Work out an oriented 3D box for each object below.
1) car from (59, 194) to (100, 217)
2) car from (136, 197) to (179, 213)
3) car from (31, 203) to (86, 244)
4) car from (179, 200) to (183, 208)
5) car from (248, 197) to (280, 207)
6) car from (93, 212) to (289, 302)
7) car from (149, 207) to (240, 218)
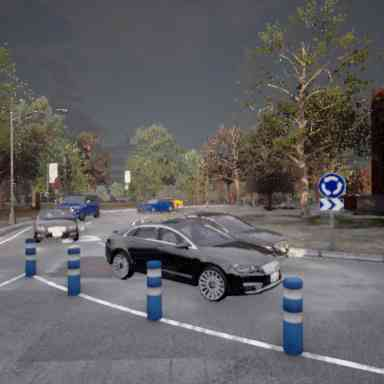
[{"bbox_3d":[-9.063,1.221,26.524,2.150,2.045,5.566,0,1,3],"label":"car"},{"bbox_3d":[-3.817,1.430,35.061,1.882,1.535,5.008,-1,0,30],"label":"car"},{"bbox_3d":[-6.651,1.510,16.211,2.128,1.511,4.902,0,0,-24],"label":"car"},{"bbox_3d":[-3.299,1.411,41.291,1.882,1.535,5.008,0,0,44],"label":"car"},{"bbox_3d":[9.749,1.326,45.111,4.181,1.385,1.994,0,0,-11],"label":"car"},{"bbox_3d":[-0.198,1.496,8.411,4.902,1.511,2.128,0,0,39],"label":"car"},{"bbox_3d":[0.898,1.496,11.478,4.892,1.490,1.837,0,1,42],"label":"car"}]
